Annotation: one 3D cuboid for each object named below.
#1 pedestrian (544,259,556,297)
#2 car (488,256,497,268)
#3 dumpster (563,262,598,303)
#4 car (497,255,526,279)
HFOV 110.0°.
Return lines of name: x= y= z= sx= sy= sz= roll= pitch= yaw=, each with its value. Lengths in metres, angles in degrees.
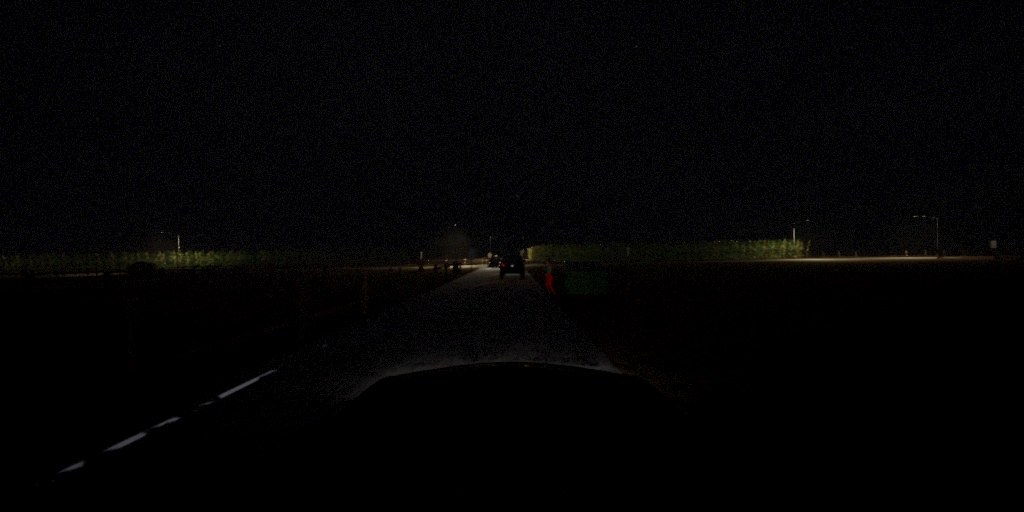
pedestrian: x=1.785 y=1.012 z=17.271 sx=0.375 sy=1.860 sz=0.375 roll=0 pitch=0 yaw=-15
car: x=-2.657 y=0.931 z=56.180 sx=2.097 sy=1.767 sz=4.553 roll=0 pitch=0 yaw=0
dumpster: x=3.119 y=1.115 z=16.550 sx=1.020 sy=1.700 sz=1.940 roll=0 pitch=0 yaw=0
car: x=0.042 y=0.890 z=31.974 sx=2.150 sy=2.045 sz=5.566 roll=0 pitch=0 yaw=1
